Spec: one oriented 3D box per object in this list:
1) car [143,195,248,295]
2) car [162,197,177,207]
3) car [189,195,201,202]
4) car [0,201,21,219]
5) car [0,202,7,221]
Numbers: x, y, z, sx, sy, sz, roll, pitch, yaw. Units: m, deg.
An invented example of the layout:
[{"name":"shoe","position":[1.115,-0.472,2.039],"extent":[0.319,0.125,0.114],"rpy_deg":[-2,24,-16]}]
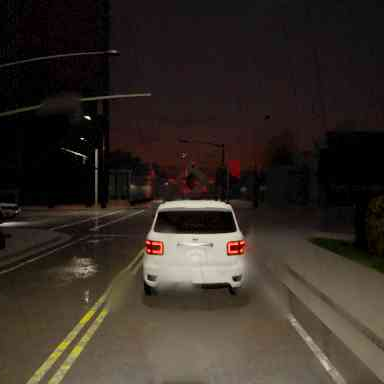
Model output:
[{"name":"car","position":[0.078,1.221,8.832],"extent":[2.150,2.045,5.566],"rpy_deg":[0,0,0]},{"name":"car","position":[-3.537,1.564,52.975],"extent":[1.994,1.385,4.181],"rpy_deg":[0,0,0]},{"name":"car","position":[0.828,1.464,78.702],"extent":[1.882,1.535,5.008],"rpy_deg":[0,0,12]},{"name":"car","position":[-17.302,1.338,27.570],"extent":[5.566,2.045,2.150],"rpy_deg":[-1,0,0]},{"name":"car","position":[-16.222,1.667,24.074],"extent":[4.181,1.385,1.994],"rpy_deg":[-1,0,0]}]
